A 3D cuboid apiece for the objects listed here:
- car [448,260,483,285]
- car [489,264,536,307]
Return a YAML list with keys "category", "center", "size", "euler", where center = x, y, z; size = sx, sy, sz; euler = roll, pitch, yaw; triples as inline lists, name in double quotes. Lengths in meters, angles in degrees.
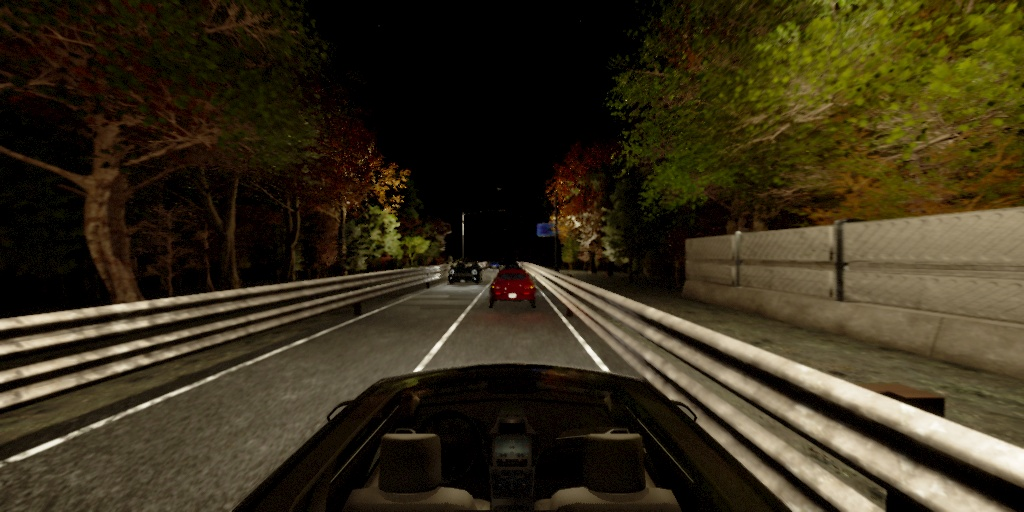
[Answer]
- category: "car"
  center: [-3.345, 1.120, 26.531]
  size: [2.097, 1.767, 4.553]
  euler: [0, 0, 0]
- category: "car"
  center: [0.039, 1.255, 15.245]
  size: [1.812, 1.442, 4.674]
  euler: [0, 0, 1]
